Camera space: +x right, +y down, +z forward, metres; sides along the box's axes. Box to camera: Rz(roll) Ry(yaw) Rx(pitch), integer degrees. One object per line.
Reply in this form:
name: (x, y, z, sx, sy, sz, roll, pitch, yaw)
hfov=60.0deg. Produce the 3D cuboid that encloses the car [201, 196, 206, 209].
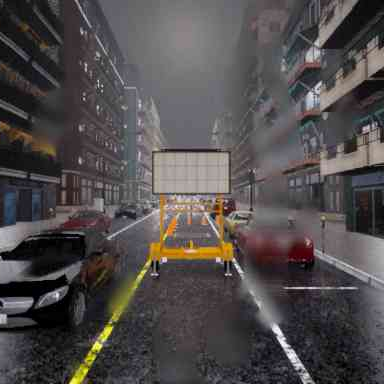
car: (2.607, 1.558, 45.455, 1.752, 1.417, 4.829, 2, 0, 0)

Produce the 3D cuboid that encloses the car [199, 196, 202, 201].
car: (2.609, 1.607, 56.614, 1.947, 1.339, 4.313, 2, 0, 0)

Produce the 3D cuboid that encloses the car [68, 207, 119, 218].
car: (-5.285, 1.593, 16.970, 1.802, 1.307, 4.206, 2, 0, 0)

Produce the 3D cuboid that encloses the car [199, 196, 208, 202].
car: (2.618, 1.613, 79.271, 2.008, 1.369, 4.403, 2, 0, 0)

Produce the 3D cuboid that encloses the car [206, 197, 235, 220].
car: (2.607, 1.334, 28.291, 2.192, 1.841, 5.009, 2, 0, 0)

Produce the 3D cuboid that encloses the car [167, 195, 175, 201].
car: (-5.259, 1.594, 84.773, 1.752, 1.417, 4.829, 2, 0, 0)

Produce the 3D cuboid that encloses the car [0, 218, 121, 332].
car: (-2.748, 1.530, 7.015, 1.812, 1.442, 4.674, 0, 0, 0)

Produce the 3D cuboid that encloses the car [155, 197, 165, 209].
car: (-5.274, 1.583, 45.293, 2.008, 1.369, 4.403, 2, 0, 0)

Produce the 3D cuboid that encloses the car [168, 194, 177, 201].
car: (-5.250, 1.391, 90.609, 2.192, 1.841, 5.009, 2, 0, 0)

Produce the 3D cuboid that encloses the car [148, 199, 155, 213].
car: (-5.274, 1.464, 33.964, 1.967, 1.590, 4.097, 2, 0, 0)

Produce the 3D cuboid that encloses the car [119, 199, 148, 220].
car: (-5.281, 1.585, 28.299, 1.947, 1.339, 4.313, 2, 0, 0)

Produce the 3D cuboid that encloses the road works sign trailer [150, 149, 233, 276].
road works sign trailer: (-0.019, 0.471, 10.373, 2.380, 3.560, 2.880, 0, 0, 0)

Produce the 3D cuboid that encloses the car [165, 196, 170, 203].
car: (-5.270, 1.586, 56.622, 1.887, 1.381, 4.507, 2, 0, 0)

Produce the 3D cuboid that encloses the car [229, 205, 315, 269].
car: (2.597, 1.448, 11.298, 1.967, 1.590, 4.097, 2, 0, 0)

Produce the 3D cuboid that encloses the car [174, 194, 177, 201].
car: (-5.261, 1.588, 79.109, 1.752, 1.417, 4.829, 2, 0, 0)

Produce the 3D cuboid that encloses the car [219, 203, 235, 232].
car: (2.596, 1.537, 17.132, 1.752, 1.417, 4.829, 2, 0, 0)

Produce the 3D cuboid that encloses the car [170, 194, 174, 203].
car: (-5.266, 1.595, 67.952, 1.887, 1.381, 4.507, 2, 0, 0)
